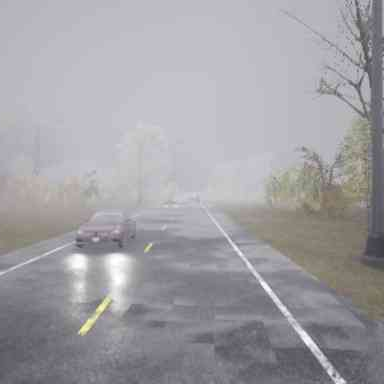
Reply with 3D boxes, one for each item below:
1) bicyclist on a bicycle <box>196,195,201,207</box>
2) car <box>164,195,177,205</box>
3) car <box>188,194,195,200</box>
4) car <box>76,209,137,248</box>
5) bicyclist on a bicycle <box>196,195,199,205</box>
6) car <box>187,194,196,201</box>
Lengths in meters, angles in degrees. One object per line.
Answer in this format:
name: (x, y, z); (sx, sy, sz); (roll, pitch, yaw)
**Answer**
bicyclist on a bicycle: (0.950, 1.382, 49.505); (0.866, 1.612, 1.509); (0, -1, 0)
car: (-3.572, 1.285, 55.952); (2.097, 1.767, 4.553); (0, 0, 0)
car: (-0.022, 1.253, 87.668); (1.812, 1.442, 4.674); (0, 0, 0)
car: (-3.602, 1.515, 14.763); (1.812, 1.442, 4.674); (0, 0, 0)
bicyclist on a bicycle: (0.947, 1.382, 58.047); (0.582, 1.620, 1.656); (0, 0, 0)
car: (-0.019, 1.399, 75.842); (1.812, 1.442, 4.674); (0, 0, 0)
